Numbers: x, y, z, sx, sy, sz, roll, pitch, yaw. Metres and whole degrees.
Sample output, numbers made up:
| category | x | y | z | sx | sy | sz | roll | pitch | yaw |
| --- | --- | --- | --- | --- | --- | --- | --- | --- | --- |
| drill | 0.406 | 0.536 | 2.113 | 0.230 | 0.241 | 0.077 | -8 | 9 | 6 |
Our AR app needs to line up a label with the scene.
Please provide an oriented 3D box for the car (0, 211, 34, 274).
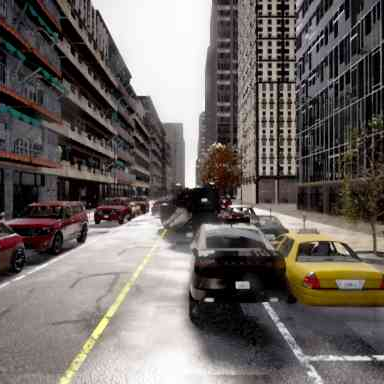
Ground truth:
| category | x | y | z | sx | sy | sz | roll | pitch | yaw |
| --- | --- | --- | --- | --- | --- | --- | --- | --- | --- |
| car | -5.702 | 1.442 | 7.753 | 1.967 | 1.590 | 4.097 | 0 | 0 | 0 |

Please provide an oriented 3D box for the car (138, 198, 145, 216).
| category | x | y | z | sx | sy | sz | roll | pitch | yaw |
| --- | --- | --- | --- | --- | --- | --- | --- | --- | --- |
| car | -5.752 | 1.546 | 30.237 | 1.752 | 1.417 | 4.829 | 0 | 0 | 0 |

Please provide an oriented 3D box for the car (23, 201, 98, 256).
| category | x | y | z | sx | sy | sz | roll | pitch | yaw |
| --- | --- | --- | --- | --- | --- | --- | --- | --- | --- |
| car | -5.713 | 1.320 | 13.417 | 2.192 | 1.841 | 5.009 | 0 | 0 | 0 |

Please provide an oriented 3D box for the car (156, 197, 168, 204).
| category | x | y | z | sx | sy | sz | roll | pitch | yaw |
| --- | --- | --- | --- | --- | --- | --- | --- | --- | --- |
| car | -5.829 | 1.671 | 64.385 | 1.947 | 1.339 | 4.313 | 0 | 0 | 0 |

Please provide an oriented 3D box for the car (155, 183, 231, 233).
| category | x | y | z | sx | sy | sz | roll | pitch | yaw |
| --- | --- | --- | --- | --- | --- | --- | --- | --- | --- |
| car | -0.191 | 1.206 | 18.348 | 2.150 | 2.045 | 5.566 | -2 | -19 | -19 |

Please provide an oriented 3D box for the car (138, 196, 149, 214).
| category | x | y | z | sx | sy | sz | roll | pitch | yaw |
| --- | --- | --- | --- | --- | --- | --- | --- | --- | --- |
| car | -5.764 | 1.344 | 36.070 | 2.192 | 1.841 | 5.009 | 0 | 0 | 0 |

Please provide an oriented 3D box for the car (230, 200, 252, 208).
| category | x | y | z | sx | sy | sz | roll | pitch | yaw |
| --- | --- | --- | --- | --- | --- | --- | --- | --- | --- |
| car | 2.653 | 1.449 | 19.098 | 1.967 | 1.590 | 4.097 | 0 | 0 | 0 |

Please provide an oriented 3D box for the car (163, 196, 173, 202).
| category | x | y | z | sx | sy | sz | roll | pitch | yaw |
| --- | --- | --- | --- | --- | --- | --- | --- | --- | --- |
| car | -5.866 | 1.730 | 81.374 | 1.947 | 1.339 | 4.313 | 0 | 0 | 0 |

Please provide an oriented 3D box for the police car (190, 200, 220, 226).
| category | x | y | z | sx | sy | sz | roll | pitch | yaw |
| --- | --- | --- | --- | --- | --- | --- | --- | --- | --- |
| police car | 0.846 | 1.439 | 24.405 | 1.930 | 1.638 | 5.238 | 0 | 0 | 0 |

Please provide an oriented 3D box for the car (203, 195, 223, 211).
| category | x | y | z | sx | sy | sz | roll | pitch | yaw |
| --- | --- | --- | --- | --- | --- | --- | --- | --- | --- |
| car | 2.603 | 1.355 | 41.750 | 2.192 | 1.841 | 5.009 | 0 | 0 | 0 |

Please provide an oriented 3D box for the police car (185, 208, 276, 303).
| category | x | y | z | sx | sy | sz | roll | pitch | yaw |
| --- | --- | --- | --- | --- | --- | --- | --- | --- | --- |
| police car | 0.881 | 1.428 | 8.406 | 1.930 | 1.638 | 5.238 | 0 | 0 | 0 |

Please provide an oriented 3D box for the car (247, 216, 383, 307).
| category | x | y | z | sx | sy | sz | roll | pitch | yaw |
| --- | --- | --- | --- | --- | --- | --- | --- | --- | --- |
| car | 2.677 | 1.527 | 7.941 | 1.752 | 1.417 | 4.829 | 0 | 0 | 0 |

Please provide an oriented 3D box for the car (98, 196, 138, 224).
| category | x | y | z | sx | sy | sz | roll | pitch | yaw |
| --- | --- | --- | --- | --- | --- | --- | --- | --- | --- |
| car | -5.738 | 1.329 | 24.742 | 2.192 | 1.841 | 5.009 | 0 | 0 | 0 |

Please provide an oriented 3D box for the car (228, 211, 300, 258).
| category | x | y | z | sx | sy | sz | roll | pitch | yaw |
| --- | --- | --- | --- | --- | --- | --- | --- | --- | --- |
| car | 2.665 | 1.571 | 13.435 | 1.947 | 1.339 | 4.313 | 0 | 0 | 0 |

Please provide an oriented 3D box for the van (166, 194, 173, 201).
| category | x | y | z | sx | sy | sz | roll | pitch | yaw |
| --- | --- | --- | --- | --- | --- | --- | --- | --- | --- |
| van | -5.878 | 1.530 | 87.040 | 1.690 | 1.788 | 3.998 | 0 | 0 | 0 |

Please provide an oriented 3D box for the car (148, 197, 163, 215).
| category | x | y | z | sx | sy | sz | roll | pitch | yaw |
| --- | --- | --- | --- | --- | --- | --- | --- | --- | --- |
| car | -3.076 | 1.552 | 34.408 | 1.812 | 1.442 | 4.674 | 0 | 0 | 0 |
